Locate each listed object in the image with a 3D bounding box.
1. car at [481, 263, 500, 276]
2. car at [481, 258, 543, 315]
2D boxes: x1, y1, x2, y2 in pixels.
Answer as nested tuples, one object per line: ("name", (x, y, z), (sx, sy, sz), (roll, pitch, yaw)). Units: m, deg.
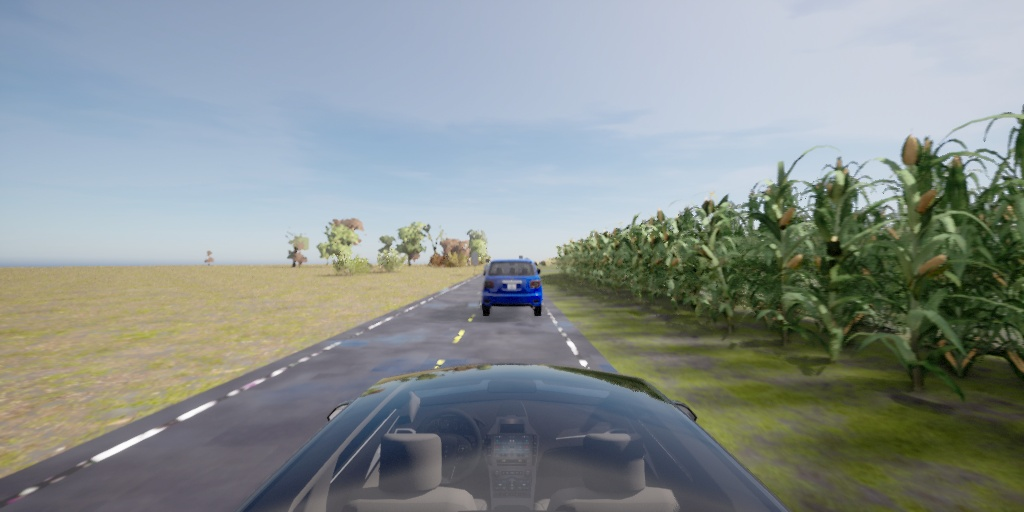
("car", (-2.764, 1.767, 47.406), (2.128, 1.511, 4.902), (0, -1, 0))
("car", (0.009, 1.115, 14.429), (2.150, 2.045, 5.566), (0, 0, 0))
